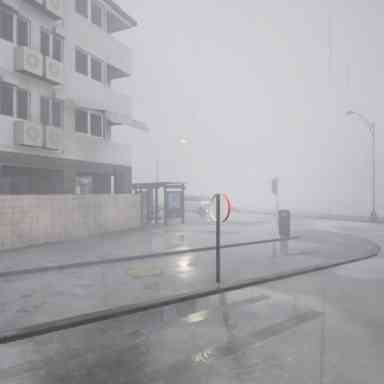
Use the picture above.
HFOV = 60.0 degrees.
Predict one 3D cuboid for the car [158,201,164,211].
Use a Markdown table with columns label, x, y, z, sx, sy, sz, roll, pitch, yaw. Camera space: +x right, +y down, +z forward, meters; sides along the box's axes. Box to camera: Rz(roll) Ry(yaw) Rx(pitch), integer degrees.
| label | x | y | z | sx | sy | sz | roll | pitch | yaw |
| --- | --- | --- | --- | --- | --- | --- | --- | --- | --- |
| car | -5.026 | 1.526 | 39.636 | 1.812 | 1.442 | 4.674 | 0 | 0 | -35 |

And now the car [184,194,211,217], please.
| label | x | y | z | sx | sy | sz | roll | pitch | yaw |
| --- | --- | --- | --- | --- | --- | --- | --- | --- | --- |
| car | 0.652 | 1.221 | 31.642 | 2.150 | 2.045 | 5.566 | 0 | 0 | -35 |
